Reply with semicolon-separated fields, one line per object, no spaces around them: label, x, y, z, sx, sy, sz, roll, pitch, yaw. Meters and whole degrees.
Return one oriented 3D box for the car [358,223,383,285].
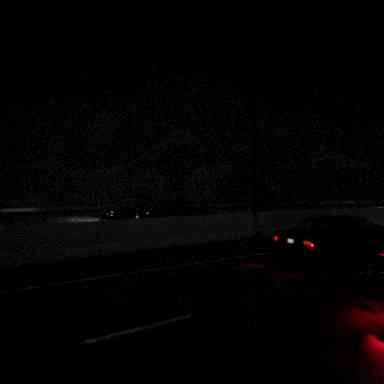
car;6.261;1.484;7.828;4.892;1.490;1.837;-1;0;-32

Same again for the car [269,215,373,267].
car;5.075;1.511;11.262;5.357;1.411;2.033;0;0;-32

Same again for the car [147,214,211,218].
car;-0.637;1.487;20.215;4.181;1.385;1.994;0;0;-32
